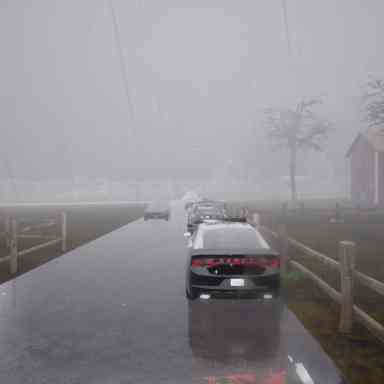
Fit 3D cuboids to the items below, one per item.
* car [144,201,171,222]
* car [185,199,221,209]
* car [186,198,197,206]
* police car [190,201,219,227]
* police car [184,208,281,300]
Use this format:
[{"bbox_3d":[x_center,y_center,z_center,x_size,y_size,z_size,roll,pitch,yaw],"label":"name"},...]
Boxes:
[{"bbox_3d":[-2.773,1.571,27.502,1.882,1.535,5.008,0,0,0],"label":"car"},{"bbox_3d":[0.809,1.394,18.453,2.097,1.767,4.553,0,0,0],"label":"car"},{"bbox_3d":[-0.046,1.837,59.519,1.895,1.301,4.718,0,0,0],"label":"car"},{"bbox_3d":[0.806,1.502,24.595,1.930,1.638,5.238,0,0,0],"label":"police car"},{"bbox_3d":[0.818,1.432,8.587,1.930,1.638,5.238,0,0,0],"label":"police car"}]
